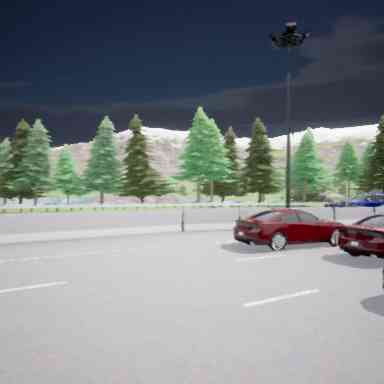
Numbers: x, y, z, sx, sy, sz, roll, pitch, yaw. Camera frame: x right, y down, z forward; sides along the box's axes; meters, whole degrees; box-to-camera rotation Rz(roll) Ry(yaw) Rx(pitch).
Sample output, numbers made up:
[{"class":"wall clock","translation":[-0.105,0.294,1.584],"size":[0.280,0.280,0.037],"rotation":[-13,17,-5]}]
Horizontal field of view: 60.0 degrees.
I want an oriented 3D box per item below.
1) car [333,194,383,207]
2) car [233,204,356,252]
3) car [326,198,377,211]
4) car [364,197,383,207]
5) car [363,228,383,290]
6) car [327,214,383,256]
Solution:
[{"class":"car","translation":[17.366,1.182,32.877],"size":[5.566,2.045,2.150],"rotation":[0,0,-11]},{"class":"car","translation":[4.099,1.444,13.745],"size":[5.008,1.535,1.882],"rotation":[0,0,-25]},{"class":"car","translation":[19.340,1.490,40.345],"size":[5.357,1.411,2.033],"rotation":[0,0,-8]},{"class":"car","translation":[18.387,1.471,29.485],"size":[4.902,1.511,2.128],"rotation":[0,0,-11]},{"class":"car","translation":[5.949,1.528,6.898],"size":[4.674,1.442,1.812],"rotation":[0,0,-27]},{"class":"car","translation":[7.322,1.469,11.389],"size":[5.008,1.535,1.882],"rotation":[0,0,-24]}]
